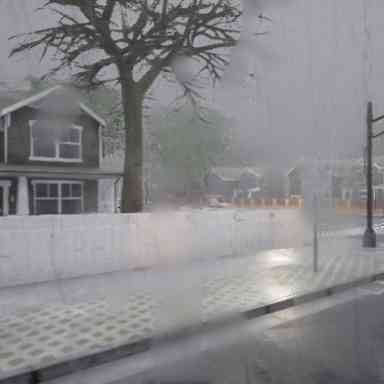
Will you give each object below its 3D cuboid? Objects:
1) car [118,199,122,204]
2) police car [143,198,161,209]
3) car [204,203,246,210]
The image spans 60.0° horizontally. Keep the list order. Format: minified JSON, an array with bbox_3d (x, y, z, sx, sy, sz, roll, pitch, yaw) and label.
[{"bbox_3d":[-9.864,1.829,48.019,1.882,1.535,5.008,0,0,-35],"label":"car"},{"bbox_3d":[-6.328,1.767,48.791,1.930,1.638,5.238,0,0,-36],"label":"police car"},{"bbox_3d":[3.093,1.752,29.944,1.882,1.535,5.008,0,0,-36],"label":"car"}]
